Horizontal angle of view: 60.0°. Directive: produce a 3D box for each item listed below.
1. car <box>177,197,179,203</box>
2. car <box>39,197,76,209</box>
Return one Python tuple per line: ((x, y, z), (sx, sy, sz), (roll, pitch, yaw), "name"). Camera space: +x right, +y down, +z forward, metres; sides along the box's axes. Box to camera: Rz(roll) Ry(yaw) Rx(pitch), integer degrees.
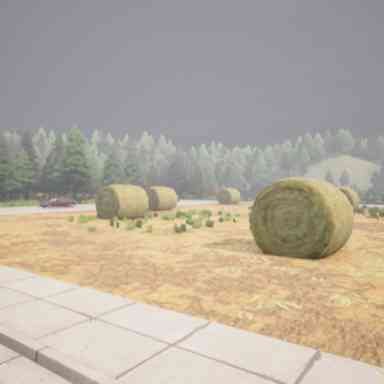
((-4.324, 1.350, 60.371), (2.128, 1.511, 4.902), (0, 0, 37), "car")
((-17.308, 1.399, 42.972), (1.812, 1.442, 4.674), (0, 1, 36), "car")
